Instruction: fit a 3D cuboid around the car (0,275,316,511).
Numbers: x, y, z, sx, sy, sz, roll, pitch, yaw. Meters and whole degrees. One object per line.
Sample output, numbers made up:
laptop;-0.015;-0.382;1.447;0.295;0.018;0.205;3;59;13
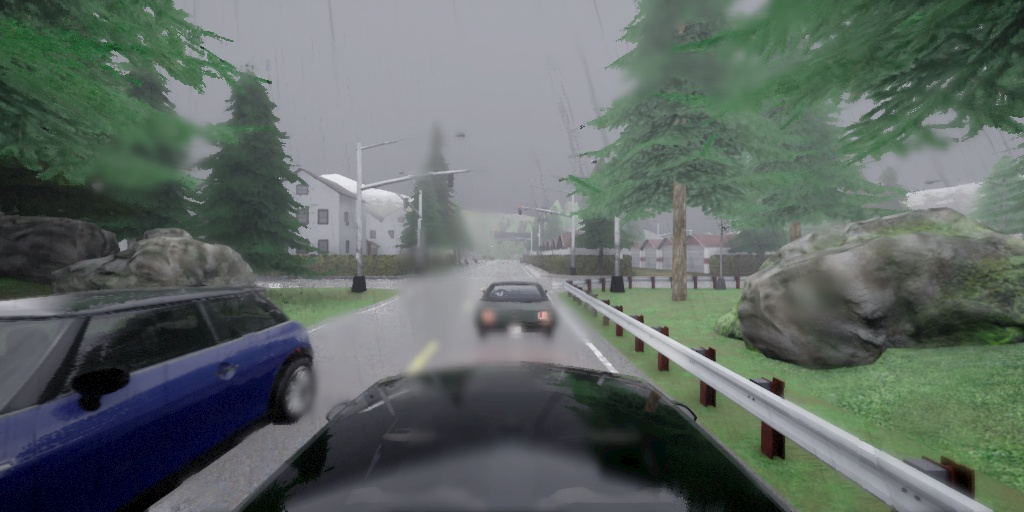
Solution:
car;-3.585;1.102;2.720;2.097;1.767;4.553;0;0;0

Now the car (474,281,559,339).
car;0.106;1.349;10.081;1.895;1.301;4.718;0;0;0
